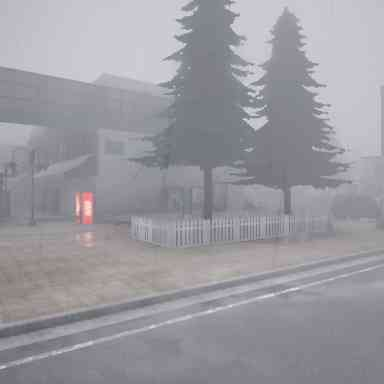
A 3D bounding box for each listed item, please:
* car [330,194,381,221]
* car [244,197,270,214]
[{"bbox_3d":[13.179,1.205,24.979,2.150,2.045,5.566,0,0,-33],"label":"car"},{"bbox_3d":[6.128,1.337,35.659,2.097,1.767,4.553,0,0,-34],"label":"car"}]
